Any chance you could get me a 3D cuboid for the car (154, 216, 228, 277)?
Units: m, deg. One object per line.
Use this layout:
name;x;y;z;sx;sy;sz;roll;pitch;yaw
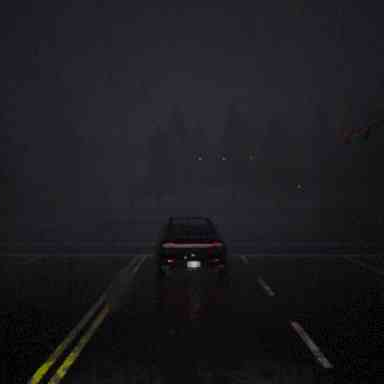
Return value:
car;-0.120;1.484;10.232;2.128;1.511;4.902;0;0;-4
